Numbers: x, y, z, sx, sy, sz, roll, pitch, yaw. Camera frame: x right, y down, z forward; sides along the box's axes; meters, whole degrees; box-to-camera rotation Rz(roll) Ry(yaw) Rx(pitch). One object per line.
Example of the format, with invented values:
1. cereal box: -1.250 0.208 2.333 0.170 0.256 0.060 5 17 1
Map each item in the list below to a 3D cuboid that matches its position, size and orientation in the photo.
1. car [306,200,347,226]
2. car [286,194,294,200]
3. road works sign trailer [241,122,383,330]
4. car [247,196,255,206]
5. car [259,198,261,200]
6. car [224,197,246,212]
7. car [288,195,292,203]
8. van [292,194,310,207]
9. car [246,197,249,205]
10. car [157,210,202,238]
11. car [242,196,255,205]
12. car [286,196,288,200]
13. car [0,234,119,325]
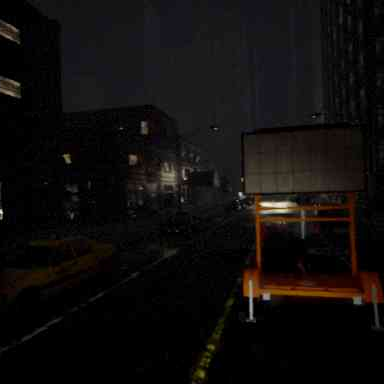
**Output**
1. car: 8.900 1.418 21.736 2.008 1.369 4.403 -2 0 14
2. car: 25.397 1.340 86.116 1.752 1.417 4.829 -2 -1 14
3. road works sign trailer: 2.297 0.438 6.928 2.380 3.560 2.880 -2 0 14
4. car: 9.014 1.663 55.919 1.947 1.339 4.313 -2 0 14
5. car: 14.500 1.665 77.324 1.802 1.307 4.206 -2 0 14
6. car: 4.899 1.661 39.866 2.008 1.369 4.403 -2 0 14
7. car: 18.540 1.357 59.359 1.752 1.417 4.829 -2 0 14
8. van: 14.377 1.185 43.143 1.690 1.788 3.998 -2 0 14
9. car: 6.270 1.651 45.217 1.887 1.381 4.507 -2 0 14
10. car: -0.586 1.687 18.462 2.008 1.369 4.403 -2 0 14
11. car: 10.381 1.534 61.272 1.967 1.590 4.097 -2 0 14
12. car: 22.613 1.372 75.249 2.008 1.369 4.403 -2 -1 14
13. car: -3.372 1.677 7.593 1.752 1.417 4.829 -2 0 14
